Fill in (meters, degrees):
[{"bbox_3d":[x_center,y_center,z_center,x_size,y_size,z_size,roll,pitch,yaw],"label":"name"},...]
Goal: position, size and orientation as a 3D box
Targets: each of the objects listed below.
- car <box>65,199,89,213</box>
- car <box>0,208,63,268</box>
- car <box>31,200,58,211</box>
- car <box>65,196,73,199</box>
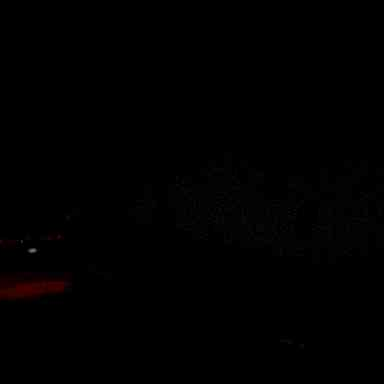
[{"bbox_3d":[-14.231,1.839,41.521,1.895,1.301,4.718,0,0,-5],"label":"car"},{"bbox_3d":[-5.852,1.545,11.702,1.882,1.535,5.008,0,0,-31],"label":"car"},{"bbox_3d":[-17.552,1.706,39.828,1.882,1.535,5.008,0,-1,-6],"label":"car"},{"bbox_3d":[-27.164,1.571,72.587,2.097,1.767,4.553,0,0,4],"label":"car"}]
